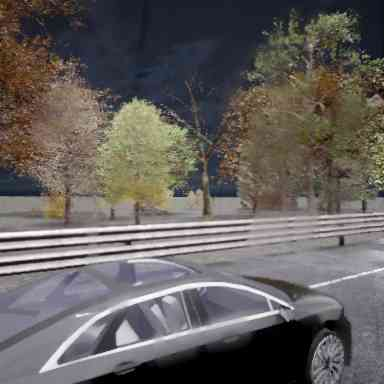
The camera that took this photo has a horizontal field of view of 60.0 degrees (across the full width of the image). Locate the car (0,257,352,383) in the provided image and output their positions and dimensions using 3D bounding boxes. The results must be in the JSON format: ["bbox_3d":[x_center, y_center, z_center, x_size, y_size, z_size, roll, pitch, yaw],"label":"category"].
[{"bbox_3d":[-0.201,1.503,3.594,4.902,1.511,2.128,1,0,-35],"label":"car"}]
